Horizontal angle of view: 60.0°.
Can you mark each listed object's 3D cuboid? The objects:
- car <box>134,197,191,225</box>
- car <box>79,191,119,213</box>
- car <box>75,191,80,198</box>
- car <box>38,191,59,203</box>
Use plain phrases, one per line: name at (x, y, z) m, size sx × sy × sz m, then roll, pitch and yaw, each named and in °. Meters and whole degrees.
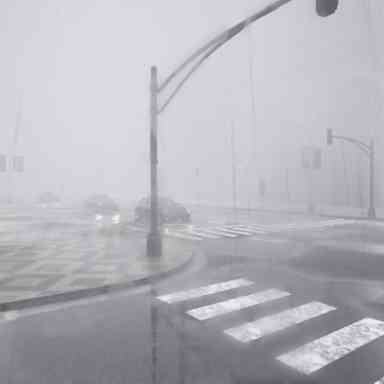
car at (-2.007, 1.113, 21.783) m, size 2.097 × 1.767 × 4.553 m, roll 0°, pitch 1°, yaw -35°
car at (-8.437, 0.958, 30.732) m, size 2.097 × 1.767 × 4.553 m, roll 0°, pitch 1°, yaw -36°
car at (-21.705, 0.520, 66.168) m, size 1.882 × 1.535 × 5.008 m, roll 0°, pitch 1°, yaw -36°
car at (-20.563, 0.650, 47.659) m, size 2.097 × 1.767 × 4.553 m, roll 0°, pitch 1°, yaw -35°
